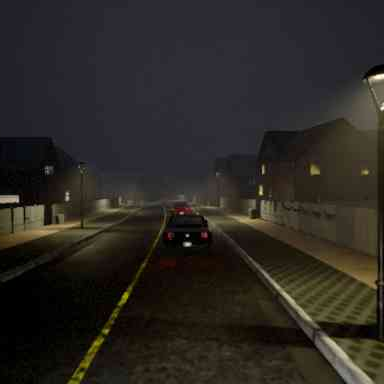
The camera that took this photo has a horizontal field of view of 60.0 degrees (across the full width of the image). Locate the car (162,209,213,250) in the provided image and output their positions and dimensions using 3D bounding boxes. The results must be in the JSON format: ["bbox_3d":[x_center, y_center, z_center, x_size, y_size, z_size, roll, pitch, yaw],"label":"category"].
[{"bbox_3d":[-0.231,1.617,14.370,1.895,1.301,4.718,0,0,-2],"label":"car"}]

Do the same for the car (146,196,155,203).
[{"bbox_3d":[-9.423,1.698,75.834,1.812,1.442,4.674,-1,0,-10],"label":"car"}]

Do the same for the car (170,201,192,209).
[{"bbox_3d":[-0.983,1.550,29.395,1.812,1.442,4.674,0,0,-4],"label":"car"}]
